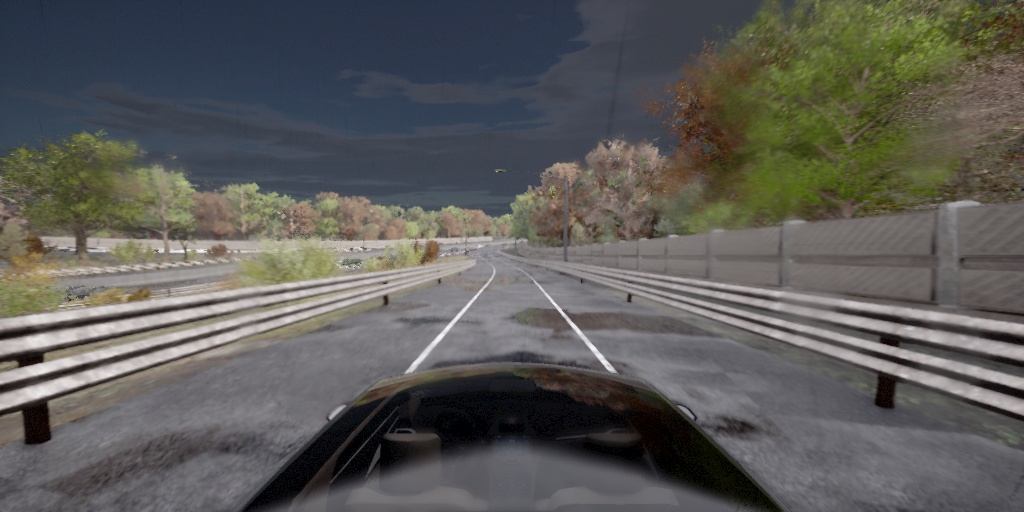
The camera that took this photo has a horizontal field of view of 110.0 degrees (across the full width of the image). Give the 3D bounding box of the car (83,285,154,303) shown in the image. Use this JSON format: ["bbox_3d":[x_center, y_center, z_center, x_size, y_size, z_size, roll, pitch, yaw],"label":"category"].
[{"bbox_3d":[-40.516,3.819,37.352,2.097,1.767,4.553,1,4,15],"label":"car"}]

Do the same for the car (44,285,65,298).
[{"bbox_3d":[-47.307,3.835,39.056,1.837,1.490,4.892,1,4,15],"label":"car"}]

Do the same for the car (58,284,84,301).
[{"bbox_3d":[-43.911,3.905,38.209,1.837,1.490,4.892,1,4,15],"label":"car"}]
